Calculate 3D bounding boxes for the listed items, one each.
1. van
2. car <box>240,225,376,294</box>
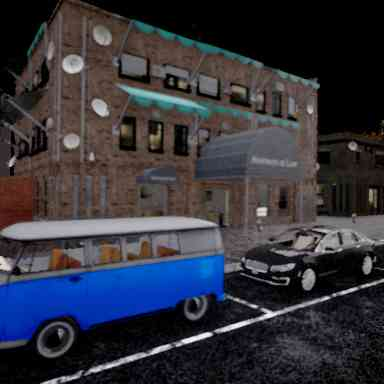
[{"bbox_3d":[-1.291,1.352,5.624,3.998,1.788,1.690,0,1,-35],"label":"van"},{"bbox_3d":[3.219,1.591,8.845,4.403,1.369,2.008,0,1,-35],"label":"car"}]
